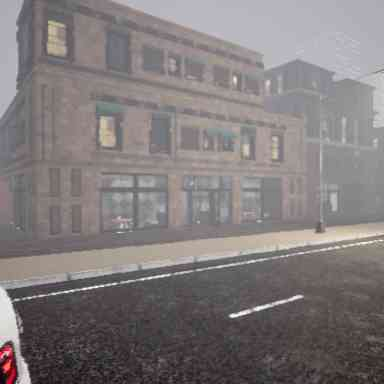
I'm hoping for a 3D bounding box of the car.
[{"bbox_3d":[-3.616,1.209,1.106,5.566,2.045,2.150,0,0,-36],"label":"car"}]
